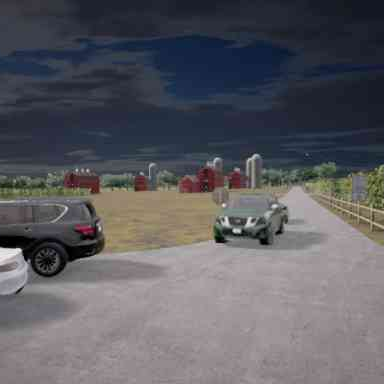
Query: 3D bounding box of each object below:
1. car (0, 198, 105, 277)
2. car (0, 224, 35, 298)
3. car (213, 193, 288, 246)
[{"bbox_3d":[-5.390,1.232,9.622,5.566,2.045,2.150,-1,1,-4],"label":"car"},{"bbox_3d":[-5.635,1.616,6.148,4.674,1.442,1.812,-2,1,-21],"label":"car"},{"bbox_3d":[2.742,1.088,14.996,2.150,2.045,5.566,0,0,23],"label":"car"}]
